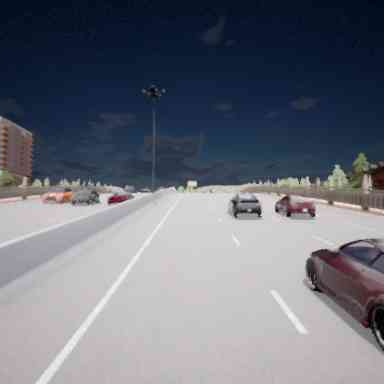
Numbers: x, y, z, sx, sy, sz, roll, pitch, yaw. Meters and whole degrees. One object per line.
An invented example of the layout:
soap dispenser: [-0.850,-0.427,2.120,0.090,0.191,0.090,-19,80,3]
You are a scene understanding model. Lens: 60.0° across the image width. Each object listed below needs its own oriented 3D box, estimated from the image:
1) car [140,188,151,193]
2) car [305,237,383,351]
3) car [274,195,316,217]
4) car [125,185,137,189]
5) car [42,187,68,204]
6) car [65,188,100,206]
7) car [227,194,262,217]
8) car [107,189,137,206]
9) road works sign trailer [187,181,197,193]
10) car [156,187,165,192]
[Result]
car: [-10.458,-0.357,75.263,1.895,1.301,4.718,0,-1,0]
car: [3.578,1.497,5.972,1.994,1.385,4.181,0,1,0]
car: [7.096,0.896,23.128,1.812,1.442,4.674,0,2,0]
car: [-13.957,-0.734,76.372,2.097,1.767,4.553,0,-1,0]
car: [-14.072,0.306,35.328,2.097,1.767,4.553,0,2,0]
car: [-10.578,0.531,33.234,1.837,1.490,4.892,0,2,0]
car: [3.594,0.862,23.117,2.128,1.511,4.902,0,2,0]
car: [-7.081,0.630,33.158,1.895,1.301,4.718,0,2,0]
road works sign trailer: [0.046,-0.983,82.583,2.380,3.560,2.880,0,-4,0]
car: [-6.958,-0.427,75.293,2.128,1.511,4.902,0,-1,0]
